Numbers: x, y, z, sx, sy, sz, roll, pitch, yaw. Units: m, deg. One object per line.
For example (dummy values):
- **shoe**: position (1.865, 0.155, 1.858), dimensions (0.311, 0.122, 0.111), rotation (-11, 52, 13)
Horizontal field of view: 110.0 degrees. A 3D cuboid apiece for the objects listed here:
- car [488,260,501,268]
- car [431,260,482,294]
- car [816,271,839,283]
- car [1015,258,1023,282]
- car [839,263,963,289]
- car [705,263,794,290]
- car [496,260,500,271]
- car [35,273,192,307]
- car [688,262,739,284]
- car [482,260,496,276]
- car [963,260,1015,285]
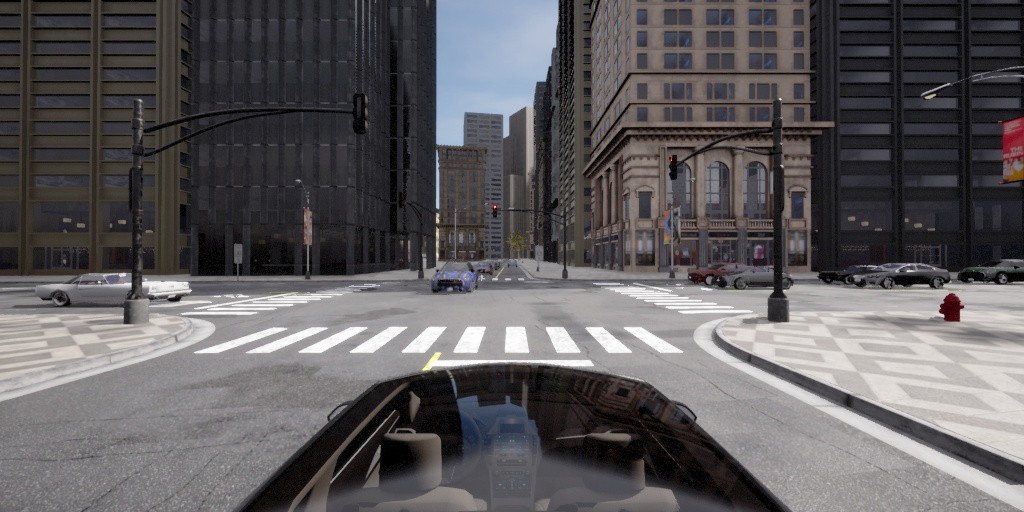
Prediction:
- **car**: position (-3.068, 1.422, 63.163), dimensions (1.994, 1.385, 4.181), rotation (0, 0, 0)
- **car**: position (-3.091, 1.093, 20.113), dimensions (2.097, 1.767, 4.553), rotation (0, 0, 0)
- **car**: position (24.237, 1.315, 24.965), dimensions (4.718, 1.301, 1.895), rotation (0, 0, 0)
- **car**: position (34.381, 1.018, 21.716), dimensions (4.553, 1.767, 2.097), rotation (0, 0, 0)
- **car**: position (23.379, 1.184, 21.710), dimensions (4.902, 1.511, 2.128), rotation (0, 0, 0)
- **car**: position (14.467, 1.279, 21.696), dimensions (4.181, 1.385, 1.994), rotation (0, 0, 0)
- **car**: position (-3.090, 1.388, 51.079), dimensions (1.994, 1.385, 4.181), rotation (0, 0, 0)
- **car**: position (-16.383, 1.366, 14.952), dimensions (4.718, 1.301, 1.895), rotation (0, 0, 0)
- **car**: position (14.892, 1.215, 24.952), dimensions (5.008, 1.535, 1.882), rotation (0, 0, 0)
- **car**: position (-3.066, 1.357, 38.150), dimensions (1.994, 1.385, 4.181), rotation (0, 0, 0)
- **car**: position (34.203, 1.043, 24.966), dimensions (4.553, 1.767, 2.097), rotation (0, 0, 0)
